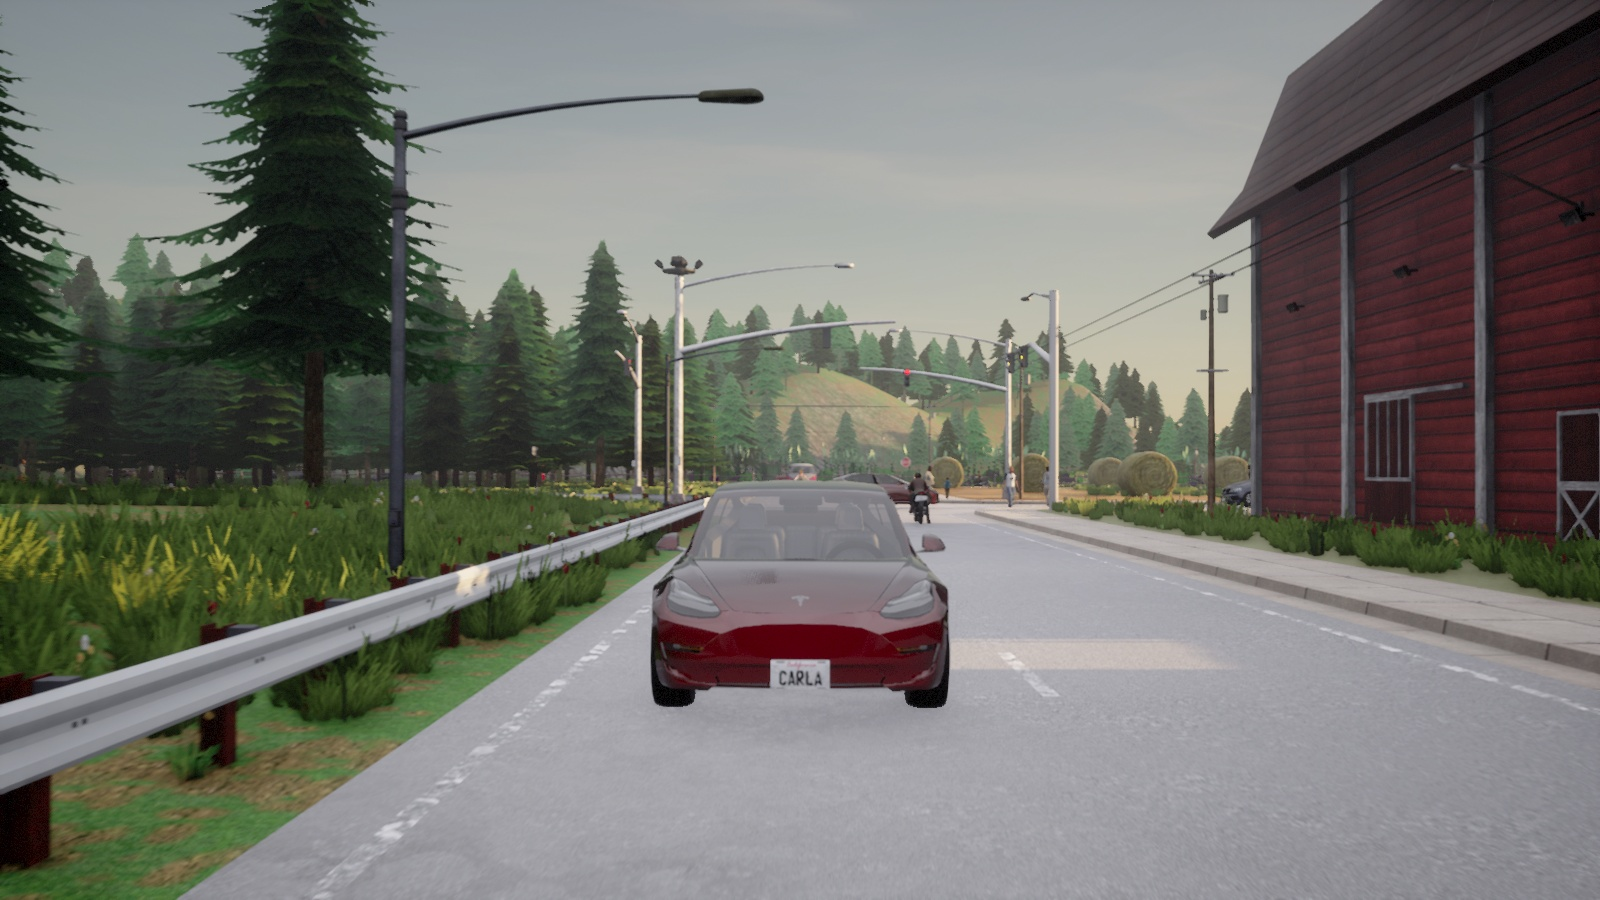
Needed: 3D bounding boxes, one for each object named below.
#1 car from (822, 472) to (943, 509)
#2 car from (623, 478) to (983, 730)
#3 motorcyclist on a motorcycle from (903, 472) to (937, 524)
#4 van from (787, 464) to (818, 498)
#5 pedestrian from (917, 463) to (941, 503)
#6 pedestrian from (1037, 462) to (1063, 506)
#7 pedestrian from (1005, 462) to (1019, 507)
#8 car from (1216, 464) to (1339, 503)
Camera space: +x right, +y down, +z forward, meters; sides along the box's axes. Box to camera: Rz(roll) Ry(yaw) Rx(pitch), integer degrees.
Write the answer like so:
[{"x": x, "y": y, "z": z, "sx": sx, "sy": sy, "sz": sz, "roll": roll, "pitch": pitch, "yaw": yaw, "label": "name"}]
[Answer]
[{"x": 3.360, "y": 1.653, "z": 51.856, "sx": 4.792, "sy": 1.488, "sz": 2.163, "roll": 0, "pitch": -1, "yaw": -1, "label": "car"}, {"x": 0.019, "y": 0.981, "z": 9.974, "sx": 2.163, "sy": 1.488, "sz": 4.792, "roll": 0, "pitch": -1, "yaw": 0, "label": "car"}, {"x": 3.574, "y": 1.411, "z": 37.563, "sx": 0.797, "sy": 1.523, "sz": 2.044, "roll": 0, "pitch": -1, "yaw": 0, "label": "motorcyclist on a motorcycle"}, {"x": 0.150, "y": 1.837, "z": 76.100, "sx": 1.775, "sy": 1.987, "sz": 4.442, "roll": 0, "pitch": -1, "yaw": 0, "label": "van"}, {"x": 6.158, "y": 1.564, "z": 59.857, "sx": 0.900, "sy": 1.855, "sz": 0.874, "roll": -1, "pitch": -1, "yaw": 26, "label": "pedestrian"}, {"x": 10.775, "y": 1.457, "z": 54.194, "sx": 0.874, "sy": 1.855, "sz": 0.900, "roll": 0, "pitch": -1, "yaw": -4, "label": "pedestrian"}, {"x": 8.683, "y": 1.419, "z": 51.491, "sx": 0.354, "sy": 1.836, "sz": 0.706, "roll": 0, "pitch": -1, "yaw": -7, "label": "pedestrian"}, {"x": 21.111, "y": 1.483, "z": 55.647, "sx": 4.611, "sy": 1.667, "sz": 2.242, "roll": 0, "pitch": -1, "yaw": -1, "label": "car"}]
